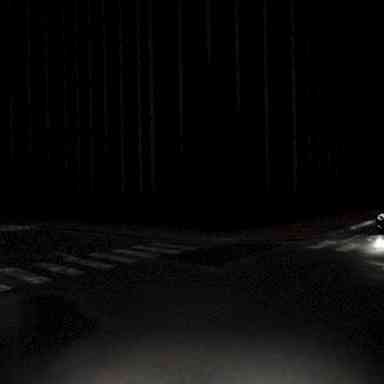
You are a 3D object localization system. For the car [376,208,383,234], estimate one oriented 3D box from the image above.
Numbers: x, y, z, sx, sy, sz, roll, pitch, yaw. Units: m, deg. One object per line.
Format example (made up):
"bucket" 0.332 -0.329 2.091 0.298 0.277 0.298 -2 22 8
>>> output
"car" 11.109 1.196 17.248 2.097 1.767 4.553 -1 0 41

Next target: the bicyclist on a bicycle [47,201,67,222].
"bicyclist on a bicycle" -10.506 1.497 25.956 0.582 1.620 1.656 -1 0 41
